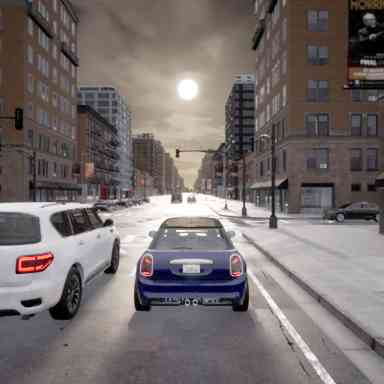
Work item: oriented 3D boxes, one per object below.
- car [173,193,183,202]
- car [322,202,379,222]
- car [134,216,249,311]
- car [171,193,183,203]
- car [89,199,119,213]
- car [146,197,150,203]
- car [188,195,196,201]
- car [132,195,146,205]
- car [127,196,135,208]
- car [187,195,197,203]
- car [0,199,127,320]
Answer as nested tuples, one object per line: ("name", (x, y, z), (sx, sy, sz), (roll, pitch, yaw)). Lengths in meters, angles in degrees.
("car", (-3.346, 1.212, 80.425), (2.150, 2.045, 5.566), (0, 0, 0))
("car", (12.691, 1.545, 25.943), (4.892, 1.490, 1.837), (0, 0, 2))
("car", (-0.002, 1.352, 7.907), (2.097, 1.767, 4.553), (0, 0, 0))
("car", (-3.247, 1.211, 70.035), (2.150, 2.045, 5.566), (0, 0, 0))
("car", (-9.895, 1.547, 37.789), (2.033, 1.411, 5.357), (0, 0, 0))
("car", (-9.833, 1.591, 68.641), (1.895, 1.301, 4.718), (0, 0, 0))
("car", (-0.095, 1.453, 79.740), (1.895, 1.301, 4.718), (0, 0, 0))
("car", (-9.898, 1.346, 58.421), (2.097, 1.767, 4.553), (0, 0, 0))
("car", (-9.904, 1.598, 47.882), (1.895, 1.301, 4.718), (0, 0, 0))
("car", (-0.083, 1.482, 69.291), (2.128, 1.511, 4.902), (0, 0, 0))
("car", (-3.157, 1.223, 7.450), (2.150, 2.045, 5.566), (0, 0, 0))
